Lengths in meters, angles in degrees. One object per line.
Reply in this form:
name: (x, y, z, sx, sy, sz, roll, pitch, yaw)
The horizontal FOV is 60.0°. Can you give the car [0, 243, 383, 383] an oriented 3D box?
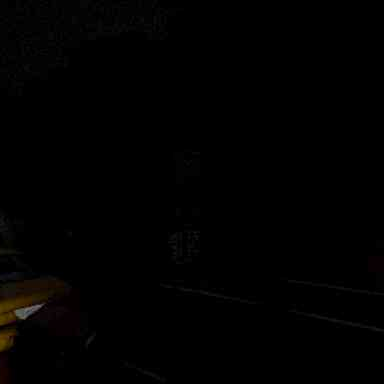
car: (0.642, 1.330, 2.289, 5.009, 1.841, 2.192, 0, 1, 37)
